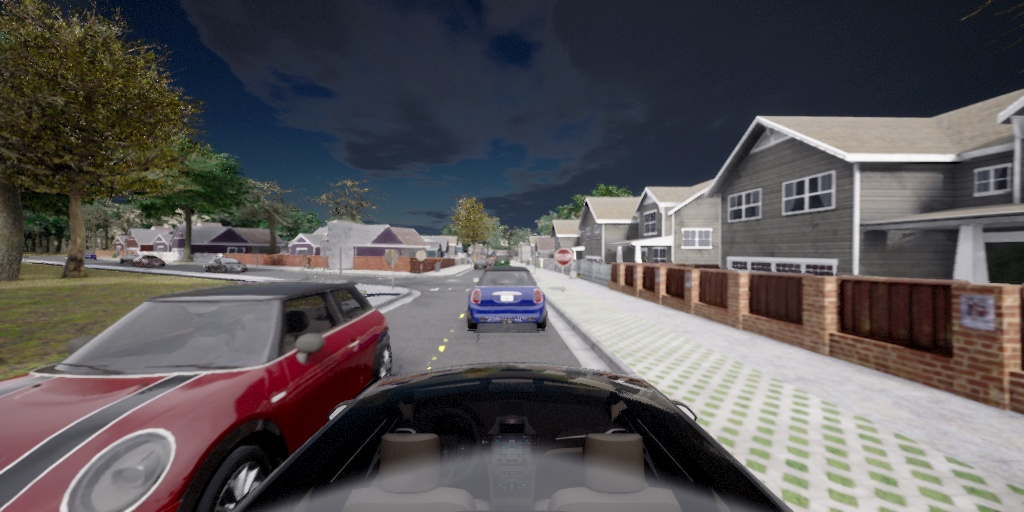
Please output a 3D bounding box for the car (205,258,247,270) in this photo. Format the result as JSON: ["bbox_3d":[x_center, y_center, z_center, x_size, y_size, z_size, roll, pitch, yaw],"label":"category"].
[{"bbox_3d":[-26.873,0.884,33.682,4.674,1.442,1.812,1,1,28],"label":"car"}]

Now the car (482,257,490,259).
[{"bbox_3d":[-4.251,1.165,49.565,1.882,1.535,5.008,0,0,-2],"label":"car"}]

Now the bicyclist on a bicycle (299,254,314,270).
[{"bbox_3d":[-21.409,0.630,37.433,0.582,1.620,1.656,1,1,28],"label":"bicyclist on a bicycle"}]

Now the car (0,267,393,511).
[{"bbox_3d":[-2.822,1.100,3.643,2.097,1.767,4.553,0,0,-2],"label":"car"}]

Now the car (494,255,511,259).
[{"bbox_3d":[-1.320,0.906,49.440,2.150,2.045,5.566,0,0,-2],"label":"car"}]

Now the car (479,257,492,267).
[{"bbox_3d":[-4.653,1.045,63.909,2.097,1.767,4.553,0,0,-1],"label":"car"}]

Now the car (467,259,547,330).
[{"bbox_3d":[-0.175,1.082,11.180,2.097,1.767,4.553,0,0,-1],"label":"car"}]

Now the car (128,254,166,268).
[{"bbox_3d":[-42.615,0.641,42.050,4.674,1.442,1.812,1,1,28],"label":"car"}]
